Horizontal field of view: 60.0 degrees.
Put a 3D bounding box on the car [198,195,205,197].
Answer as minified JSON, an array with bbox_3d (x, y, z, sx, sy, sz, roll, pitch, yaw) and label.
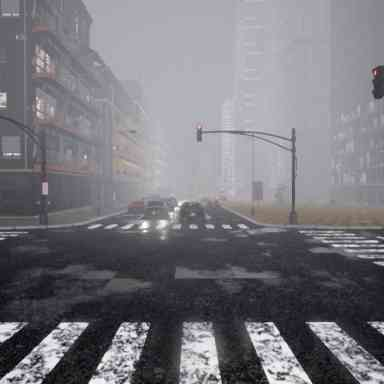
[{"bbox_3d":[2.630,1.551,63.716,2.008,1.369,4.403,-1,0,0],"label":"car"}]

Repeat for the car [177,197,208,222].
[{"bbox_3d":[0.017,1.474,26.667,1.882,1.535,5.008,0,0,-1],"label":"car"}]

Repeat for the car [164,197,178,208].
[{"bbox_3d":[-3.100,1.523,49.900,1.812,1.442,4.674,0,0,0],"label":"car"}]

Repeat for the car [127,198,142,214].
[{"bbox_3d":[-5.710,1.540,35.411,1.887,1.381,4.507,-1,0,0],"label":"car"}]

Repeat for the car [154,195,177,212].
[{"bbox_3d":[-3.106,1.473,39.680,1.882,1.535,5.008,0,0,0],"label":"car"}]

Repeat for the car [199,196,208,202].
[{"bbox_3d":[2.627,1.548,75.014,1.887,1.381,4.507,-1,0,0],"label":"car"}]

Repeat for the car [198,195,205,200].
[{"bbox_3d":[2.621,1.535,92.131,1.752,1.417,4.829,-1,0,0],"label":"car"}]

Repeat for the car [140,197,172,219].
[{"bbox_3d":[-3.106,1.501,29.382,1.837,1.490,4.892,0,0,0],"label":"car"}]

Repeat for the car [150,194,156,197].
[{"bbox_3d":[-5.713,1.436,41.060,1.967,1.590,4.097,-1,0,0],"label":"car"}]

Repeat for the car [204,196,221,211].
[{"bbox_3d":[2.635,1.540,41.120,1.887,1.381,4.507,-1,0,0],"label":"car"}]

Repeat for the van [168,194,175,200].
[{"bbox_3d":[-5.728,1.351,91.900,1.690,1.788,3.998,-1,0,0],"label":"van"}]
